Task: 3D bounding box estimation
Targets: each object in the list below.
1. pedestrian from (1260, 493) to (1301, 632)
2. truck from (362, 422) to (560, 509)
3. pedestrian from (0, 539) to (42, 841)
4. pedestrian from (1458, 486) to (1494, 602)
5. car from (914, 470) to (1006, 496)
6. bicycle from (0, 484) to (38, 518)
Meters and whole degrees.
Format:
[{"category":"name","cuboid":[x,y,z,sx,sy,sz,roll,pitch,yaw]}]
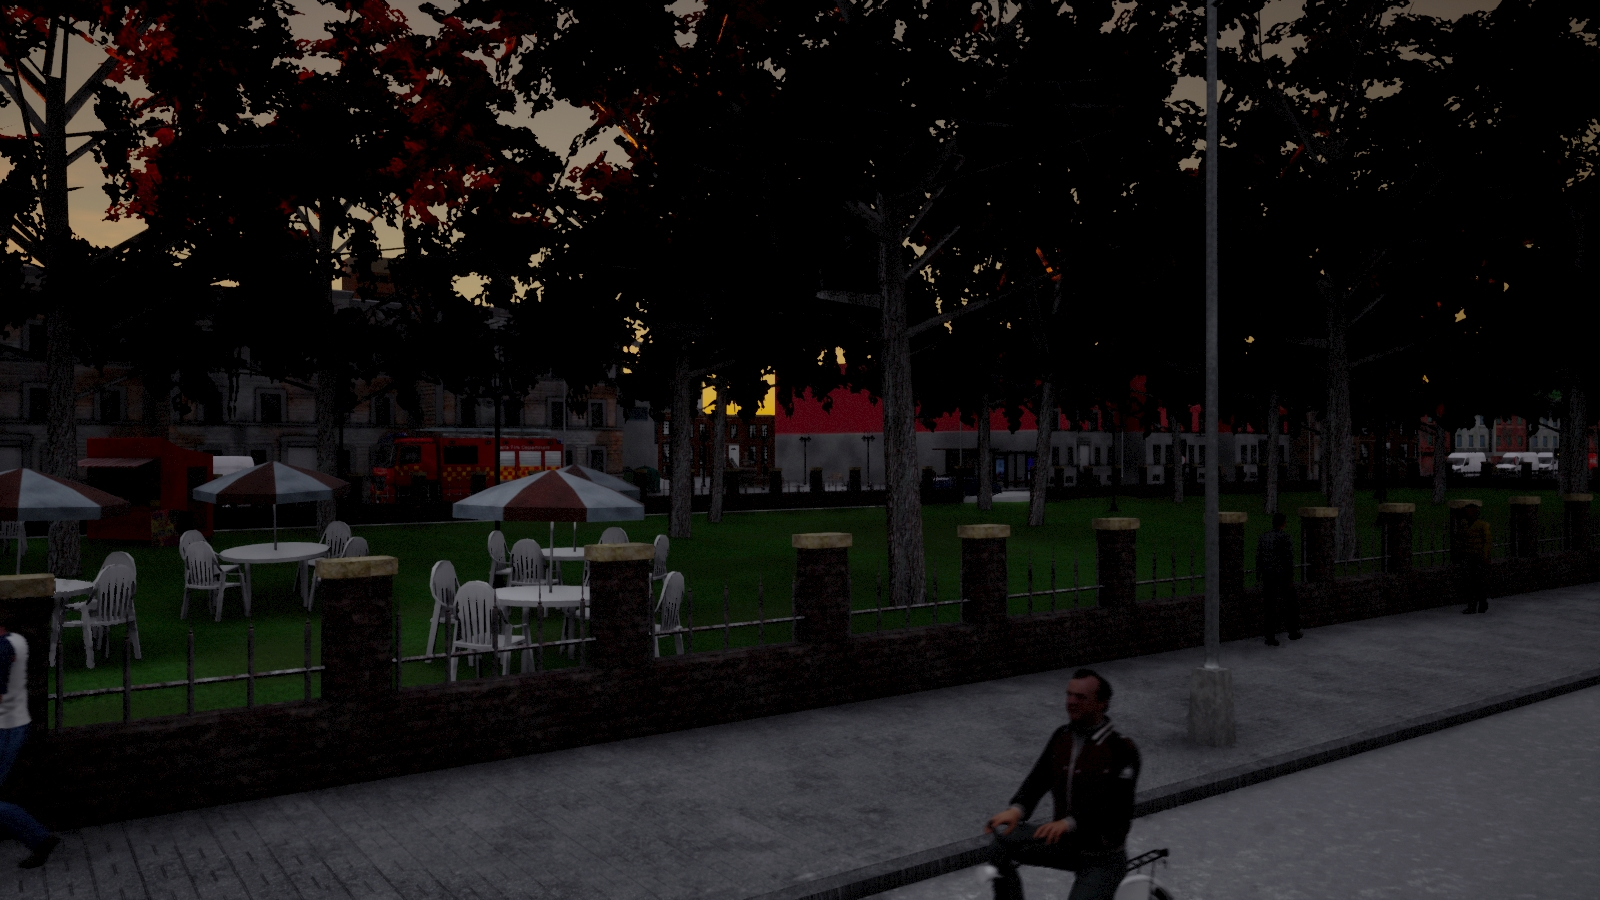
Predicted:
[{"category":"pedestrian","cuboid":[6.575,1.525,15.642,0.375,1.860,0.375,0,0,-36]},{"category":"truck","cuboid":[-15.884,0.671,53.854,8.468,3.827,2.891,0,0,-35]},{"category":"pedestrian","cuboid":[-5.093,1.518,7.323,0.375,1.860,0.375,0,0,-36]},{"category":"pedestrian","cuboid":[11.062,1.525,18.699,0.375,1.860,0.375,0,0,-28]},{"category":"car","cuboid":[9.354,1.886,66.614,5.357,1.411,2.033,0,0,-35]},{"category":"bicycle","cuboid":[-30.089,1.940,43.427,1.835,1.271,0.329,0,0,-36]}]
